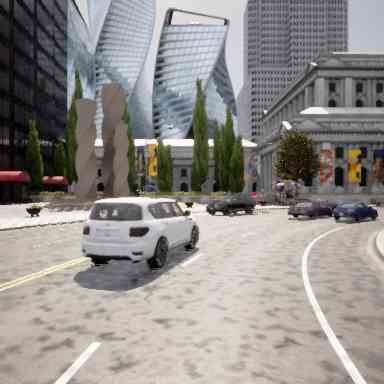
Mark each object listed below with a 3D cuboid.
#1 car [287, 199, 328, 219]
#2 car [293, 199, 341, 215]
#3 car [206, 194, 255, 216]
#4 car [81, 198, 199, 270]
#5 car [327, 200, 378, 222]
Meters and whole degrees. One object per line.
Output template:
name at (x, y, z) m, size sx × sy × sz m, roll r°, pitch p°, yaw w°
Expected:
car at (10.518, 1.537, 28.932) m, size 5.357 × 1.411 × 2.033 m, roll 0°, pitch 0°, yaw -39°
car at (13.155, 1.480, 35.013) m, size 4.902 × 1.511 × 2.128 m, roll 0°, pitch 0°, yaw -30°
car at (3.836, 1.210, 32.474) m, size 5.566 × 2.045 × 2.150 m, roll 0°, pitch 0°, yaw -42°
car at (-1.443, 1.217, 11.383) m, size 2.150 × 2.045 × 5.566 m, roll 0°, pitch 0°, yaw 17°
car at (12.915, 1.518, 26.245) m, size 4.674 × 1.442 × 1.812 m, roll 1°, pitch -1°, yaw -40°
